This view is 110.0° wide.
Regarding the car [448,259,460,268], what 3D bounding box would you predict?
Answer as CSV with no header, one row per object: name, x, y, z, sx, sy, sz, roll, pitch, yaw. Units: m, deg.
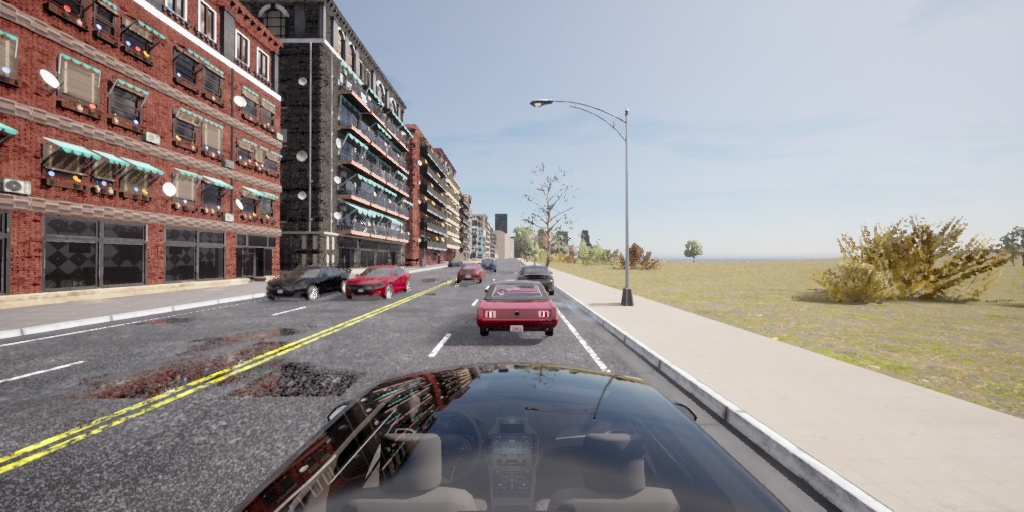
car,-9.621,1.226,60.685,1.882,1.535,5.008,0,0,0

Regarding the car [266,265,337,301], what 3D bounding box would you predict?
car,-9.797,1.229,17.646,1.882,1.535,5.008,0,0,0

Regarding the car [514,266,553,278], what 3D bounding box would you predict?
car,1.198,1.257,19.537,1.837,1.490,4.892,0,0,0

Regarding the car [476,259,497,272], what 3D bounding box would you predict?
car,-2.980,1.102,45.625,2.097,1.767,4.553,0,0,-1

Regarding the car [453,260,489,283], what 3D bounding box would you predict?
car,-3.064,1.277,27.484,1.812,1.442,4.674,0,0,0

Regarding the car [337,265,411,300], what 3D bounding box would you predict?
car,-6.545,1.229,18.038,1.882,1.535,5.008,0,0,0

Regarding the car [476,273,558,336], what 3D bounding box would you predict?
car,0.128,1.352,10.336,1.895,1.301,4.718,0,0,0
